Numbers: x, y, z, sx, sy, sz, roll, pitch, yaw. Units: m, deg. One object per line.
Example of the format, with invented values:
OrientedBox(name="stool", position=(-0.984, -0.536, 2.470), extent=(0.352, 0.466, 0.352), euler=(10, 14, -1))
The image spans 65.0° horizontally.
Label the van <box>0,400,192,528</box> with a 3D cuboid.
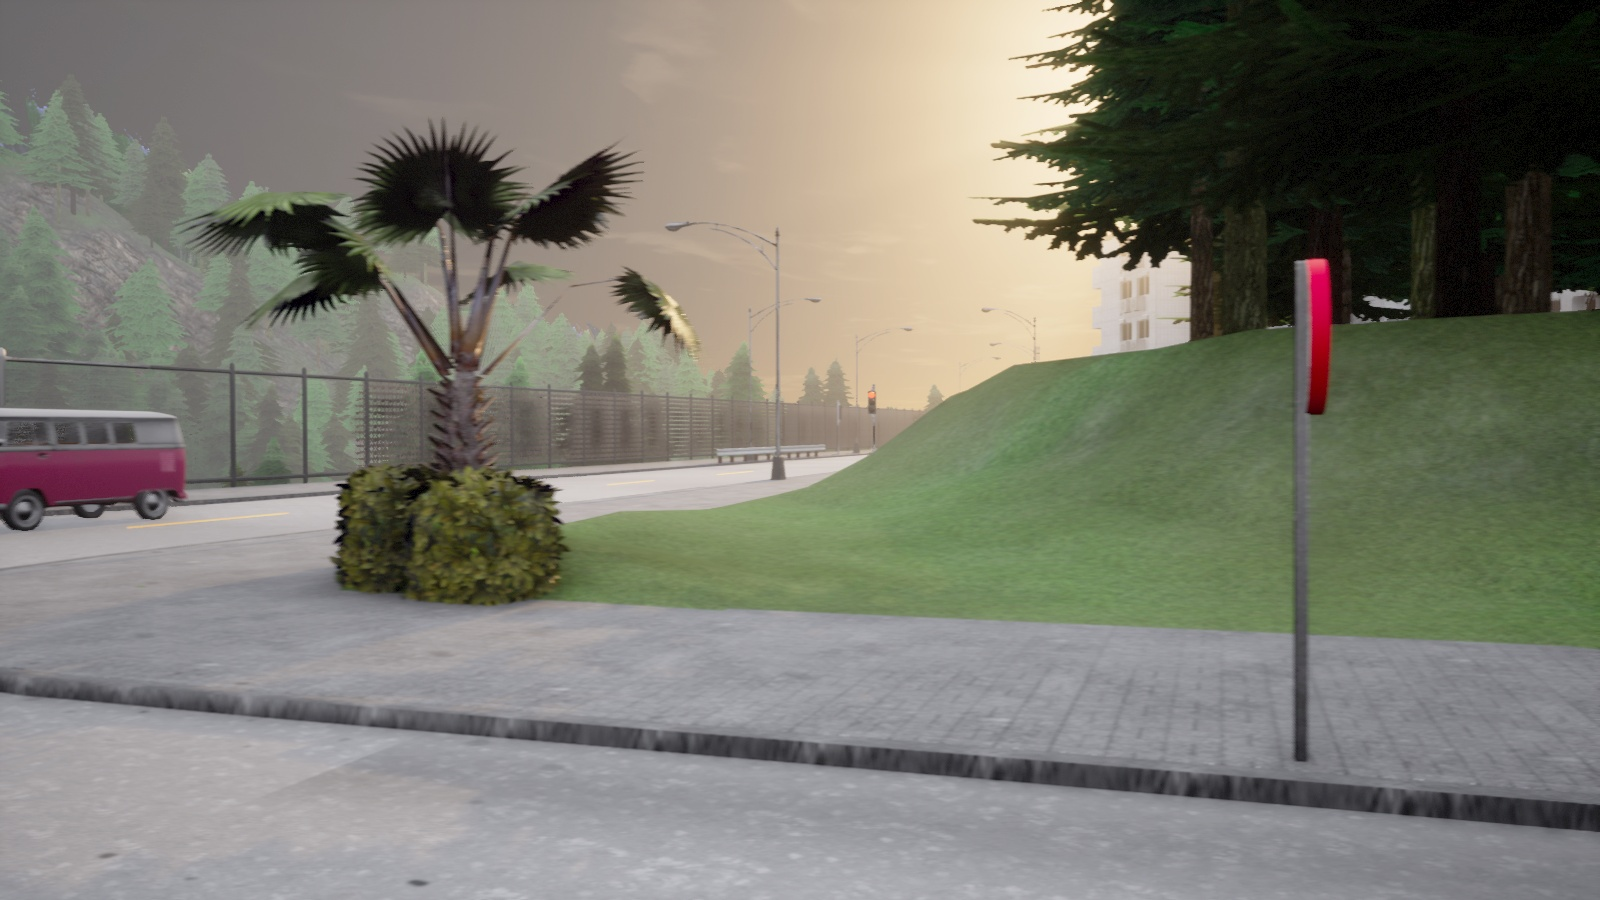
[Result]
OrientedBox(name="van", position=(-12.794, 0.189, 21.404), extent=(1.775, 1.987, 4.442), euler=(1, 1, 19))
